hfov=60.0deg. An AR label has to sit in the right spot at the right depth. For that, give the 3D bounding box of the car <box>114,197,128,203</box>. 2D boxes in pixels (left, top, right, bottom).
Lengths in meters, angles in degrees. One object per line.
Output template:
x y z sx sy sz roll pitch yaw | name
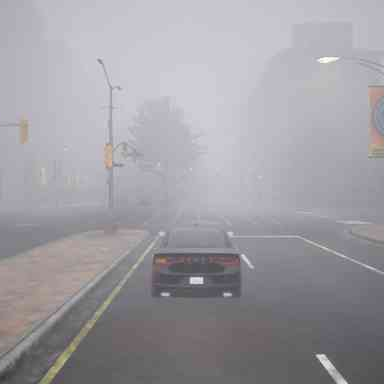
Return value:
-14.490 1.595 67.967 1.895 1.301 4.718 0 0 0 | car

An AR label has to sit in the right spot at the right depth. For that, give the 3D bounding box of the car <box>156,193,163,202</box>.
-7.737 1.525 69.003 1.812 1.442 4.674 0 0 0 | car

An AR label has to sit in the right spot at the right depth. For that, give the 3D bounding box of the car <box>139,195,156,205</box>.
-7.865 1.505 56.597 1.837 1.490 4.892 0 0 1 | car

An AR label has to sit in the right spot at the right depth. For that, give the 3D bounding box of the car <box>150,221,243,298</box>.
0.110 1.478 8.590 1.882 1.535 5.008 0 0 1 | car
